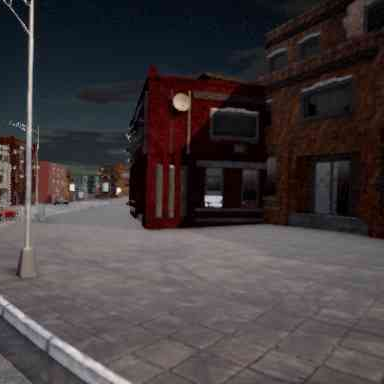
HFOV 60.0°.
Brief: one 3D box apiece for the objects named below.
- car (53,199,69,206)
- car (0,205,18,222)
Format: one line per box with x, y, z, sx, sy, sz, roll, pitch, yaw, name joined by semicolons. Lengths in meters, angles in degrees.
-25.570;2.004;65.145;2.033;1.411;5.357;1;-1;-8;car
-16.624;1.788;28.551;1.895;1.301;4.718;1;-1;-11;car
